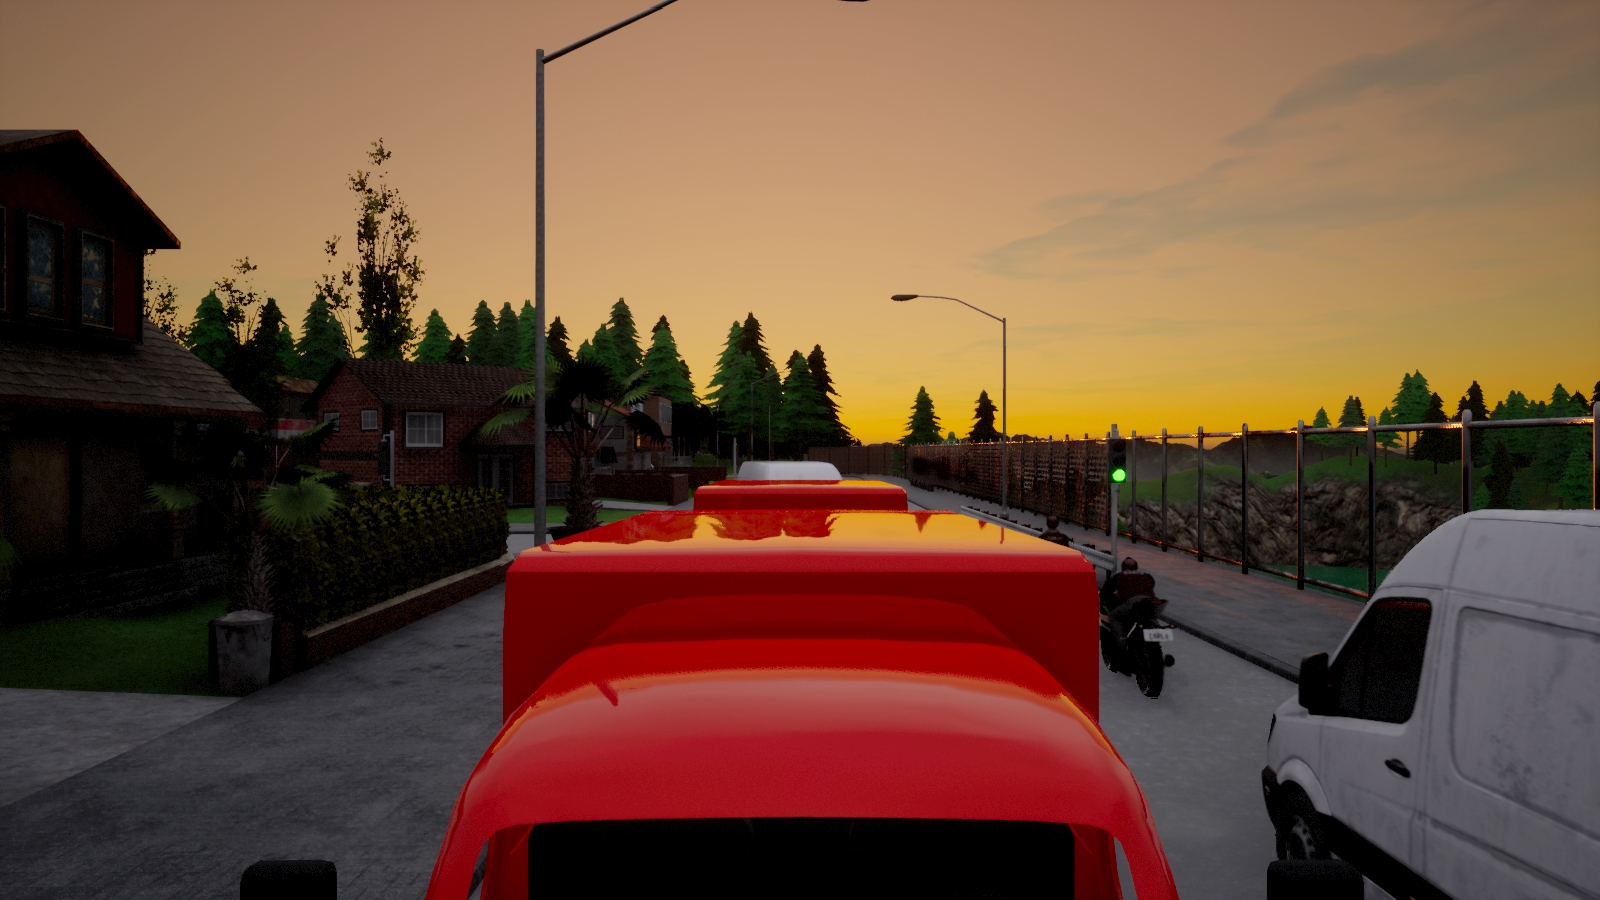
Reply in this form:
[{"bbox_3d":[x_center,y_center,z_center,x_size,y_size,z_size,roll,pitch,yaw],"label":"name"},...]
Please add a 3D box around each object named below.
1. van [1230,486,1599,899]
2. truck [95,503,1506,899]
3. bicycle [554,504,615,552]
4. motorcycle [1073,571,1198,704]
[{"bbox_3d":[3.998,1.538,5.015,1.988,2.561,5.915,0,0,0],"label":"van"},{"bbox_3d":[-0.001,1.570,4.728,2.627,2.467,5.204,0,0,0],"label":"truck"},{"bbox_3d":[-6.027,2.170,32.019,1.487,1.276,0.859,0,0,8],"label":"bicycle"},{"bbox_3d":[4.000,2.211,13.836,0.867,1.251,2.209,0,0,0],"label":"motorcycle"}]
